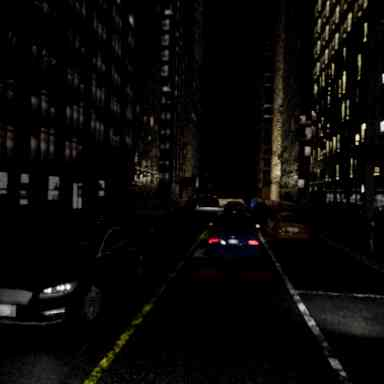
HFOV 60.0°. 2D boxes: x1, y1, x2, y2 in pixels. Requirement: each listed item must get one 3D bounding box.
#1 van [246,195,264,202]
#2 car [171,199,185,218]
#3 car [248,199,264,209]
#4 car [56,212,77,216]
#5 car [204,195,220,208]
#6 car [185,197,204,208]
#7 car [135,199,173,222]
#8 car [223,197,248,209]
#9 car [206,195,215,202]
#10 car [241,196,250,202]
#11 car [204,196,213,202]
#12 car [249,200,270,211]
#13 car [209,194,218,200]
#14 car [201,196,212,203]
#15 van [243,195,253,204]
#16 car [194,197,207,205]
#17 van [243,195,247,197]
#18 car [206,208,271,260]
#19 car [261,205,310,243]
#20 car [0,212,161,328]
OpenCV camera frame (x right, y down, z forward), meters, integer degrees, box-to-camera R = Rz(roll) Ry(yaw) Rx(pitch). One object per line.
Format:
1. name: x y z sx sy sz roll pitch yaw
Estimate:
1. van: 7.662 1.496 39.333 1.690 1.788 3.998 1 0 7
2. car: -2.115 1.362 29.113 1.967 1.590 4.097 1 0 7
3. car: 6.923 1.728 33.682 1.802 1.307 4.206 1 0 7
4. car: -4.318 1.433 12.158 2.008 1.369 4.403 1 0 7
5. car: 3.019 1.582 48.482 1.994 1.385 4.181 1 0 8
6. car: 0.083 1.515 46.064 1.947 1.339 4.313 1 0 7
7. car: -2.873 1.435 23.291 1.752 1.417 4.829 1 0 7
8. car: 3.920 1.551 30.631 1.882 1.535 5.008 1 0 7
9. car: 4.484 1.535 79.970 2.008 1.369 4.403 1 0 7
10. car: 13.526 1.767 84.543 1.947 1.339 4.313 1 0 7
11. car: 3.750 1.563 74.320 1.802 1.307 4.206 1 0 7
12. car: 6.191 1.686 28.033 2.008 1.369 4.403 1 0 7
13. car: 5.954 1.430 91.272 1.967 1.590 4.097 1 0 7
14. car: 3.017 1.520 68.668 1.887 1.381 4.507 1 0 7
15. van: 11.330 1.531 67.588 1.690 1.788 3.998 1 0 7
16. car: 1.549 1.545 57.366 1.802 1.307 4.206 1 0 7
17. van: 10.597 1.525 61.936 1.690 1.788 3.998 1 0 7
18. car: 1.593 1.581 12.699 2.033 1.411 5.357 1 0 7
19. car: 4.746 1.637 16.896 1.752 1.417 4.829 1 0 7
20. car: -2.351 1.427 7.168 2.128 1.511 4.902 1 0 7
